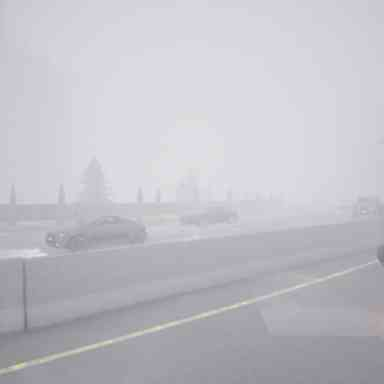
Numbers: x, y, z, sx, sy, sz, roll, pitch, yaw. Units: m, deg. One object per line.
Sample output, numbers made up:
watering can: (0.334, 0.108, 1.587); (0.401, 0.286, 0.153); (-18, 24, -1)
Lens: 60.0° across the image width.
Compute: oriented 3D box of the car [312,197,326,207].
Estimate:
car: (22.629, 1.773, 59.244); (2.097, 1.767, 4.553); (-1, -1, 18)

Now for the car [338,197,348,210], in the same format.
car: (22.127, 1.778, 48.009); (1.882, 1.535, 5.008); (-1, -1, 24)

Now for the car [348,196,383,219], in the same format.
car: (16.281, 1.384, 30.623); (2.150, 2.045, 5.566); (0, -1, 35)

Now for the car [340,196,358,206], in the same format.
car: (31.858, 1.793, 67.560); (2.097, 1.767, 4.553); (-1, -1, 11)

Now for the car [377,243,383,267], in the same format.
car: (7.287, 1.630, 9.776); (4.718, 1.301, 1.895); (0, 0, -42)

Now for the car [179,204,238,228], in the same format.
car: (1.273, 1.627, 23.622); (1.882, 1.535, 5.008); (0, -1, 45)

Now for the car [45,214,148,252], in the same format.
car: (-3.991, 1.659, 14.297); (4.181, 1.385, 1.994); (0, 0, -39)
